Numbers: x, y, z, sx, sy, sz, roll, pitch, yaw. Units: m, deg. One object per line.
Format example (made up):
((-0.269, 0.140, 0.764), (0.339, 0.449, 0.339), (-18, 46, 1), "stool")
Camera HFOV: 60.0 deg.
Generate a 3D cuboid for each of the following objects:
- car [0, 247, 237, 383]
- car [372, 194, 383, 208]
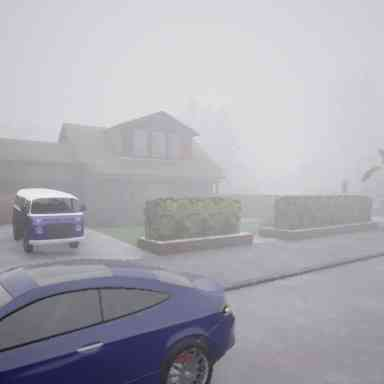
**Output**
((-1.602, 1.526, 3.450), (4.674, 1.442, 1.812), (0, 0, -35), "car")
((23.994, 0.986, 40.731), (3.866, 1.878, 1.905), (0, 0, 0), "car")
